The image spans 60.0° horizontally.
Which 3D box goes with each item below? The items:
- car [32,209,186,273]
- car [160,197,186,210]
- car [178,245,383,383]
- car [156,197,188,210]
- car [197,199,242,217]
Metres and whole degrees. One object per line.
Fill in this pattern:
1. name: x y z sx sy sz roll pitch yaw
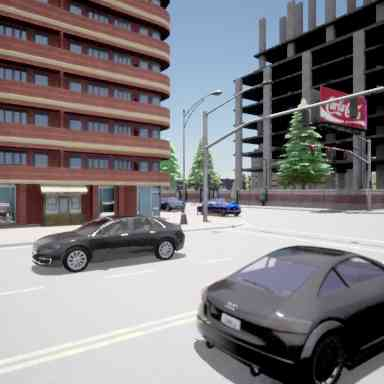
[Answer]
1. car: -2.506 1.505 10.805 4.892 1.490 1.837 0 0 -35
2. car: -2.633 1.564 38.579 1.994 1.385 4.181 0 0 -37
3. car: 2.110 1.564 5.267 4.181 1.385 1.994 0 0 -35
4. car: -2.738 1.478 44.717 1.882 1.535 5.008 0 0 -36
5. car: 2.522 1.601 31.443 1.895 1.301 4.718 0 0 -35
